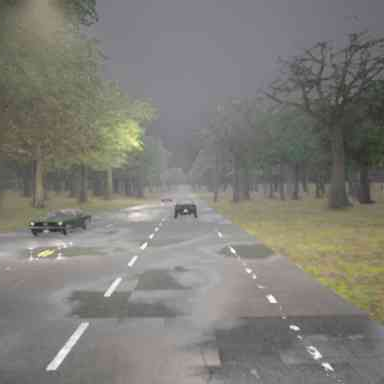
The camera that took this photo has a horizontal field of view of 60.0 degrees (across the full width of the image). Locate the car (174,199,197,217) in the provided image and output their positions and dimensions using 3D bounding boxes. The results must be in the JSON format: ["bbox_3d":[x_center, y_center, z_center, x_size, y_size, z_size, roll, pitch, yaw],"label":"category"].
[{"bbox_3d":[-0.576,1.393,29.989,1.882,1.535,5.008,-1,0,-1],"label":"car"}]

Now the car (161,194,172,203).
[{"bbox_3d":[-4.727,1.200,62.073,1.882,1.535,5.008,-1,1,-1],"label":"car"}]

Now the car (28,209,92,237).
[{"bbox_3d":[-7.296,1.655,18.878,1.895,1.301,4.718,-1,0,1],"label":"car"}]
